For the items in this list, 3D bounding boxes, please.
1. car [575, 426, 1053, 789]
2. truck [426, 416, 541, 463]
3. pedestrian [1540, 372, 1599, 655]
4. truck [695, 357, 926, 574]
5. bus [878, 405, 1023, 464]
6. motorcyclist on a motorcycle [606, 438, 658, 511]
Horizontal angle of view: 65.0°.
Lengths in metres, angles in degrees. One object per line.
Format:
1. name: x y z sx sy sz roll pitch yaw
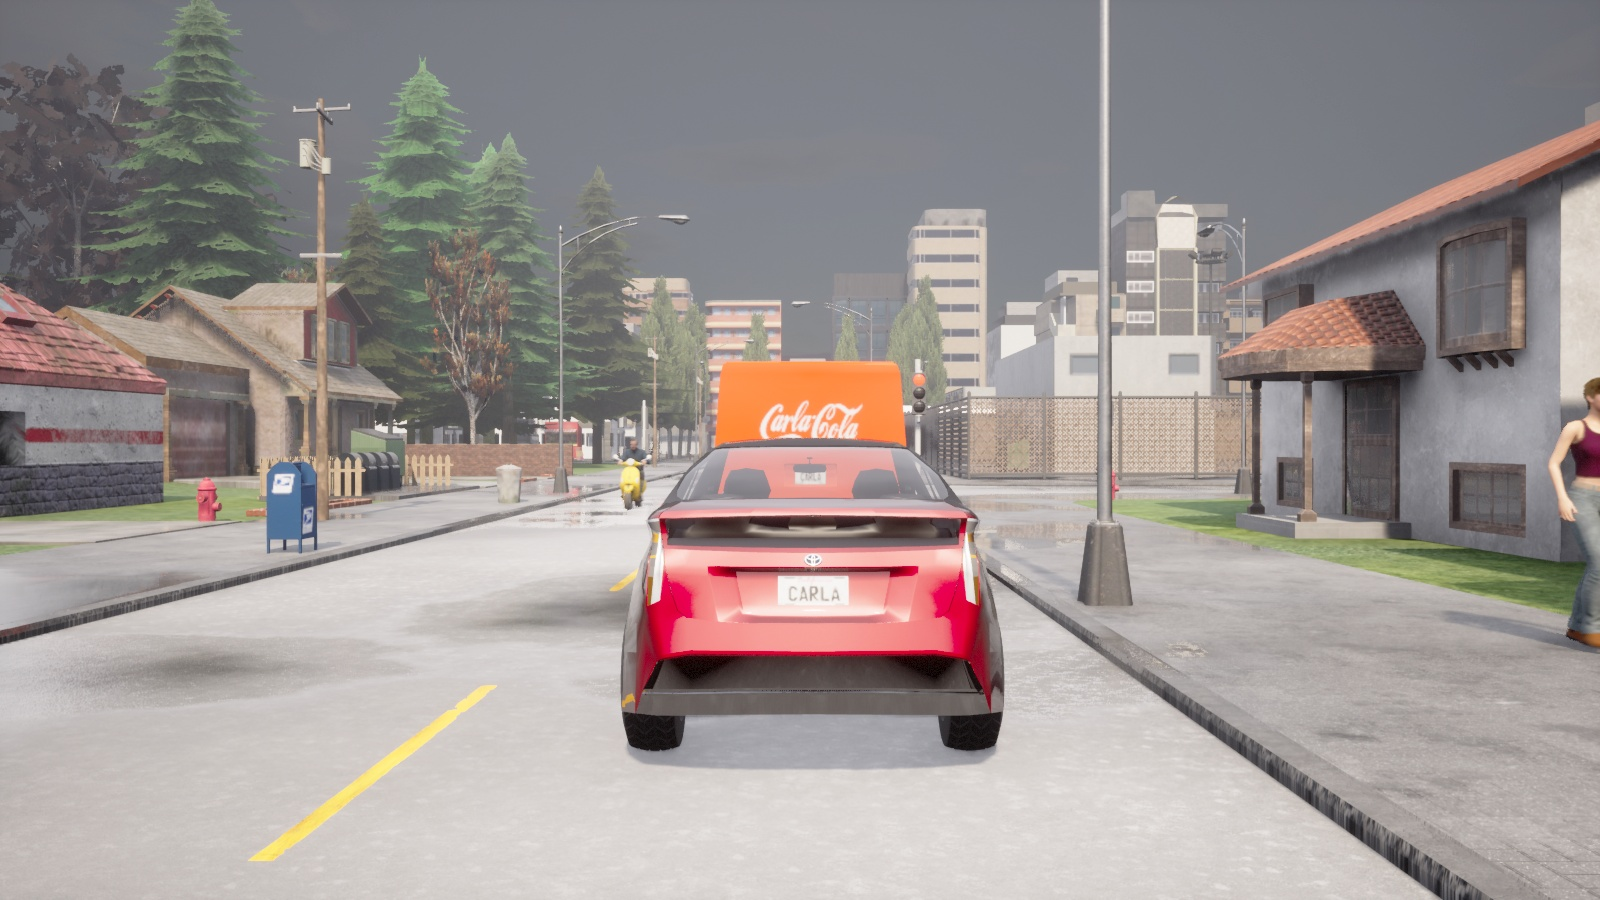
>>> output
1. car: 0.061 0.651 7.533 2.007 1.525 4.514 0 0 0
2. truck: -23.756 -0.788 94.488 7.936 3.462 2.891 0 0 2
3. pedestrian: 5.329 0.413 8.411 0.345 1.836 0.594 0 0 -7
4. truck: 0.118 0.164 16.898 2.627 2.467 5.204 0 0 0
5. bus: 11.247 -1.154 94.486 10.273 4.253 3.944 1 0 -2
6. motorcyclist on a motorcycle: -3.774 0.537 28.385 0.866 1.590 1.817 0 0 2
